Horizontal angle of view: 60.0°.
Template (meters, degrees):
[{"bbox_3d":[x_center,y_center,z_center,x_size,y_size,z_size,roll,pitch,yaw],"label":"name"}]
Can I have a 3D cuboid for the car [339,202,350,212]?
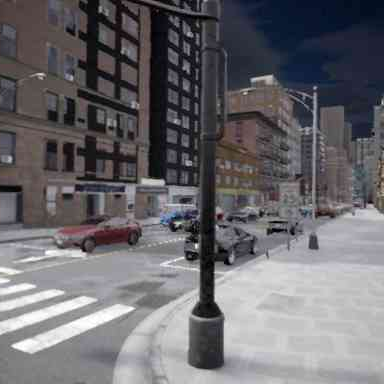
[{"bbox_3d":[29.942,3.177,66.461,1.967,1.590,4.097,0,-1,28],"label":"car"}]

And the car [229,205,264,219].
[{"bbox_3d":[5.145,2.285,33.021,2.033,1.411,5.357,1,-1,28],"label":"car"}]

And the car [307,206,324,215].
[{"bbox_3d":[20.025,2.940,53.877,1.895,1.301,4.718,1,-1,29],"label":"car"}]

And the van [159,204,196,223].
[{"bbox_3d":[-1.043,1.876,26.985,1.690,1.788,3.998,0,-1,28],"label":"van"}]

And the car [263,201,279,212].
[{"bbox_3d":[10.283,2.196,42.429,2.150,2.045,5.566,1,-1,29],"label":"car"}]

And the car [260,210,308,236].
[{"bbox_3d":[6.456,2.184,22.932,1.947,1.339,4.313,0,-1,28],"label":"car"}]

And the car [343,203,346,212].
[{"bbox_3d":[24.722,3.022,56.787,1.887,1.381,4.507,0,-1,28],"label":"car"}]

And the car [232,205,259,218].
[{"bbox_3d":[6.702,2.414,41.341,1.752,1.417,4.829,0,-1,28],"label":"car"}]

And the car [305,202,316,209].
[{"bbox_3d":[30.269,3.492,85.020,1.967,1.590,4.097,0,-1,28],"label":"car"}]

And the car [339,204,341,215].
[{"bbox_3d":[19.584,2.752,47.265,1.752,1.417,4.829,0,-1,28],"label":"car"}]

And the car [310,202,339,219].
[{"bbox_3d":[16.897,2.414,42.282,2.192,1.841,5.009,0,-1,28],"label":"car"}]

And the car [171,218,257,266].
[{"bbox_3d":[1.236,1.952,13.259,1.947,1.339,4.313,0,-1,28],"label":"car"}]

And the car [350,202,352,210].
[{"bbox_3d":[32.551,3.308,71.298,1.967,1.590,4.097,0,-1,28],"label":"car"}]

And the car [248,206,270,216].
[{"bbox_3d":[9.392,2.598,46.326,1.802,1.307,4.206,0,-1,28],"label":"car"}]

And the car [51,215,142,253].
[{"bbox_3d":[-4.254,1.843,15.613,1.812,1.442,4.674,1,-1,30],"label":"car"}]

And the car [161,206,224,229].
[{"bbox_3d":[0.187,2.006,23.845,2.128,1.511,4.902,1,-1,28],"label":"car"}]

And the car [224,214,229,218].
[{"bbox_3d":[1.565,2.093,31.820,1.967,1.590,4.097,0,-1,28],"label":"car"}]

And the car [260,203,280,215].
[{"bbox_3d":[12.003,2.580,51.166,1.967,1.590,4.097,0,-1,28],"label":"car"}]

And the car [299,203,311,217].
[{"bbox_3d":[14.371,2.545,43.392,1.882,1.535,5.008,1,-1,28],"label":"car"}]

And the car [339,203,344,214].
[{"bbox_3d":[22.112,2.900,51.950,2.008,1.369,4.403,0,-1,28],"label":"car"}]
